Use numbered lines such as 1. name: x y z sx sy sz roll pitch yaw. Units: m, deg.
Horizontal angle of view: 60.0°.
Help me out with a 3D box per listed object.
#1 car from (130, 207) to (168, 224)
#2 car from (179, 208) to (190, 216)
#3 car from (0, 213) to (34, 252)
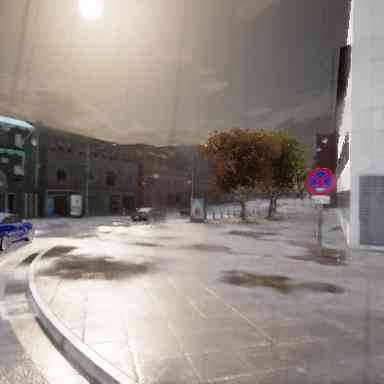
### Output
1. car: -4.114 2.282 32.927 1.882 1.535 5.008 1 -2 24
2. car: -0.233 3.042 50.820 1.895 1.301 4.718 1 -2 24
3. car: -8.714 1.677 14.879 1.882 1.535 5.008 1 -1 -8
